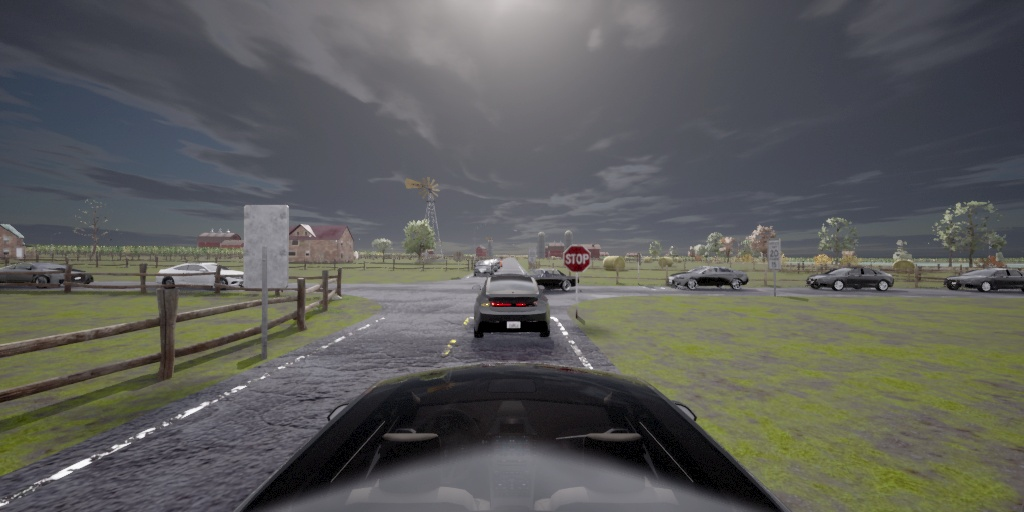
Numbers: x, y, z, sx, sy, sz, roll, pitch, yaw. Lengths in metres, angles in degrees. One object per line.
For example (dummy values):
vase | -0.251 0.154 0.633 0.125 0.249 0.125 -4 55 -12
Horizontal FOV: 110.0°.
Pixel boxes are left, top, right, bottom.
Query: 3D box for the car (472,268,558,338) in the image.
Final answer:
car | -0.070 1.256 10.239 1.837 1.490 4.892 0 0 -3

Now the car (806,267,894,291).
car | 22.209 1.499 23.674 4.892 1.490 1.837 1 -1 -1

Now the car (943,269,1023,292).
car | 31.712 1.587 23.791 4.892 1.490 1.837 1 -1 -1

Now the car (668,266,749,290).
car | 12.808 1.397 23.508 4.902 1.511 2.128 1 -1 -2

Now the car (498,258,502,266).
car | -2.832 1.241 46.373 2.128 1.511 4.902 0 0 0

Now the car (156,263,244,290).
car | -17.236 1.103 20.203 4.674 1.442 1.812 1 -1 -1

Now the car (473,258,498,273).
car | -2.843 1.243 36.927 2.128 1.511 4.902 0 0 0

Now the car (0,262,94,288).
car | -26.356 1.048 20.086 4.181 1.385 1.994 1 -1 -1

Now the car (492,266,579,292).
car | 1.507 1.369 20.284 4.718 1.301 1.895 1 0 -35
